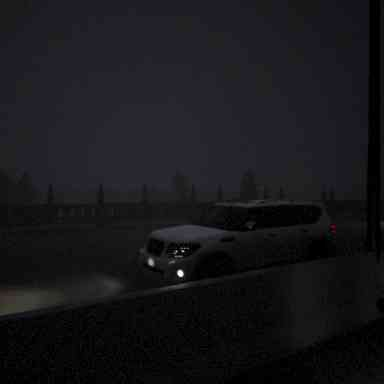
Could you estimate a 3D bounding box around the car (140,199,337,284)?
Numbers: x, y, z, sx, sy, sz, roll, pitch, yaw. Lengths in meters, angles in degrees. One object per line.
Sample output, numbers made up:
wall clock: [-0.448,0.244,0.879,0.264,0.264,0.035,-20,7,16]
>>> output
car: [1.452,1.228,8.870,5.566,2.045,2.150,0,0,-31]
